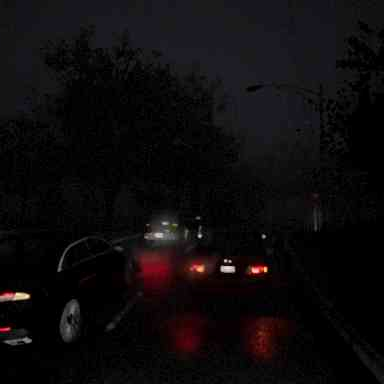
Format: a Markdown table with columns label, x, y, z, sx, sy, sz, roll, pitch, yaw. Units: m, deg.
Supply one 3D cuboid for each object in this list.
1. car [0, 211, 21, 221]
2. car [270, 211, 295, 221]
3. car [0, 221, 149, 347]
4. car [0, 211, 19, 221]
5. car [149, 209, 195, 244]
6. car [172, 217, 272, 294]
| label | x | y | z | sx | sy | sz | roll | pitch | yaw |
| --- | --- | --- | --- | --- | --- | --- | --- | --- | --- |
| car | -28.963 | 3.689 | 51.201 | 1.812 | 1.442 | 4.674 | -2 | -4 | 24 |
| car | 13.490 | 3.582 | 49.762 | 1.882 | 1.535 | 5.008 | 2 | -4 | -15 |
| car | -2.526 | 1.509 | 6.383 | 2.128 | 1.511 | 4.902 | 0 | 0 | 6 |
| car | -27.152 | 3.410 | 46.334 | 2.033 | 1.411 | 5.357 | -1 | -4 | 11 |
| car | -0.786 | 1.601 | 16.164 | 1.837 | 1.490 | 4.892 | -1 | -1 | 14 |
| car | 1.040 | 1.545 | 8.950 | 2.033 | 1.411 | 5.357 | -1 | 0 | 8 |
